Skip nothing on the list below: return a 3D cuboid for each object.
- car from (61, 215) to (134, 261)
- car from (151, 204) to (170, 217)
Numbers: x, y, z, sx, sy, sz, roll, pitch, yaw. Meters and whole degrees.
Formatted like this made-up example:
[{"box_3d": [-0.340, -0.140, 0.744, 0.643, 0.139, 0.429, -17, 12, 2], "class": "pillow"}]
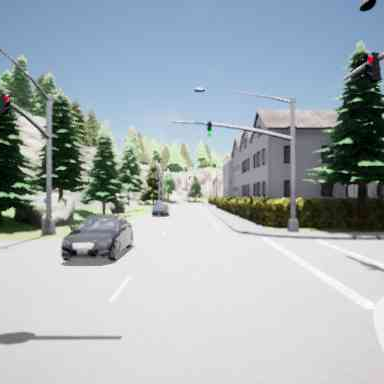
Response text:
[{"box_3d": [-3.498, 1.670, 13.064, 2.128, 1.511, 4.902, 0, -1, 0], "class": "car"}, {"box_3d": [-3.498, 2.034, 38.061, 2.033, 1.411, 5.357, 0, -1, 0], "class": "car"}]
